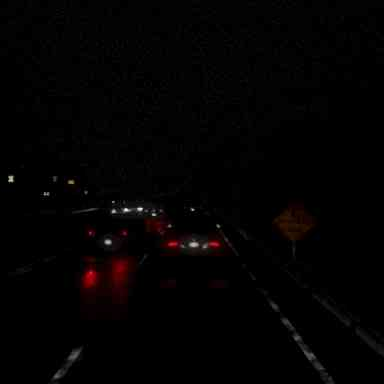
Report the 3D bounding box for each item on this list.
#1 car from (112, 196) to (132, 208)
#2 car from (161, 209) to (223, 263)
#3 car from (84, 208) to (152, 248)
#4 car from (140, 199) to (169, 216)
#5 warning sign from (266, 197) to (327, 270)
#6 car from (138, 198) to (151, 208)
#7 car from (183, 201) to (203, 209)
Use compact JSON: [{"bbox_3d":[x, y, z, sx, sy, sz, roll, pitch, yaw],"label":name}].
[{"bbox_3d":[-9.835,1.354,46.886,2.097,1.767,4.553,0,0,0],"label":"car"},{"bbox_3d":[0.069,1.552,11.969,2.033,1.411,5.357,0,0,0],"label":"car"},{"bbox_3d":[-3.167,1.605,14.836,1.895,1.301,4.718,0,0,0],"label":"car"},{"bbox_3d":[-3.166,1.606,30.115,1.895,1.301,4.718,0,0,0],"label":"car"},{"bbox_3d":[2.881,1.120,9.363,1.300,1.860,1.060,2,2,0],"label":"warning sign"},{"bbox_3d":[-6.582,1.567,48.068,1.994,1.385,4.181,0,0,0],"label":"car"},{"bbox_3d":[0.089,1.569,32.074,1.994,1.385,4.181,0,0,0],"label":"car"}]
